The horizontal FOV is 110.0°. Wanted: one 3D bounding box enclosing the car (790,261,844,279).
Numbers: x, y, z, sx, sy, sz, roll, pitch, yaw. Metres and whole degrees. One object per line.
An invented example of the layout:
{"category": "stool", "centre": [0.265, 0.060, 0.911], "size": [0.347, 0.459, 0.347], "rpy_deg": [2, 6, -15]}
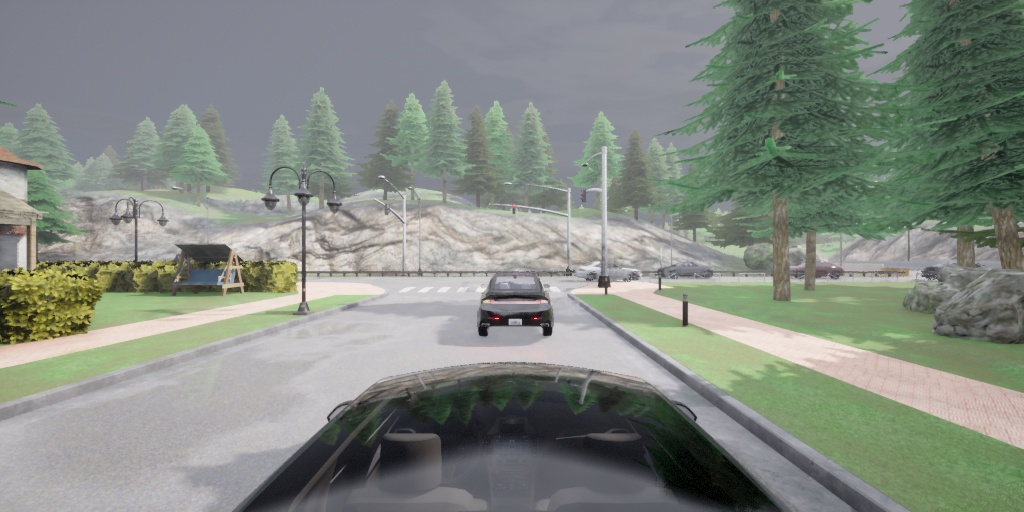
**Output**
{"category": "car", "centre": [24.473, 1.113, 29.411], "size": [4.674, 1.442, 1.812], "rpy_deg": [0, 0, 0]}

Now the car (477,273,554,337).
{"category": "car", "centre": [0.094, 1.242, 10.333], "size": [2.128, 1.511, 4.902], "rpy_deg": [0, 0, 1]}

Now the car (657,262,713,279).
{"category": "car", "centre": [14.171, 1.151, 29.465], "size": [4.181, 1.385, 1.994], "rpy_deg": [0, 0, 0]}

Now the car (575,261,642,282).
{"category": "car", "centre": [6.920, 1.113, 25.795], "size": [4.674, 1.442, 1.812], "rpy_deg": [0, 0, 0]}

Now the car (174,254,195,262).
{"category": "car", "centre": [-21.313, 0.810, 25.840], "size": [5.566, 2.045, 2.150], "rpy_deg": [0, 0, 0]}

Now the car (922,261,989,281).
{"category": "car", "centre": [32.413, 1.113, 25.754], "size": [4.674, 1.442, 1.812], "rpy_deg": [0, 0, 0]}
